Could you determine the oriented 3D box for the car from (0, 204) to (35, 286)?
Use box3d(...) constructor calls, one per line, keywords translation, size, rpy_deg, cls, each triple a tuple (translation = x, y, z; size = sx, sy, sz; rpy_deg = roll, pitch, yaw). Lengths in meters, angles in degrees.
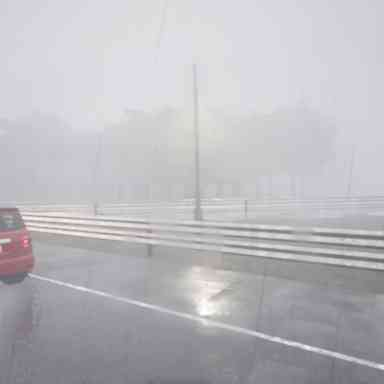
box3d(translation=(-6.262, 1.300, 8.474), size=(5.566, 2.045, 2.150), rpy_deg=(0, 0, 36), cls="car")
